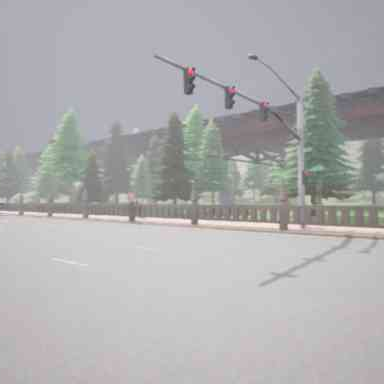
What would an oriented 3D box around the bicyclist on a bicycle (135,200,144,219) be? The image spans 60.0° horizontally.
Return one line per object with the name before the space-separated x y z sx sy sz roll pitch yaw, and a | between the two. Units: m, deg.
bicyclist on a bicycle | -4.558 1.535 28.414 0.582 1.620 1.656 -1 0 39
